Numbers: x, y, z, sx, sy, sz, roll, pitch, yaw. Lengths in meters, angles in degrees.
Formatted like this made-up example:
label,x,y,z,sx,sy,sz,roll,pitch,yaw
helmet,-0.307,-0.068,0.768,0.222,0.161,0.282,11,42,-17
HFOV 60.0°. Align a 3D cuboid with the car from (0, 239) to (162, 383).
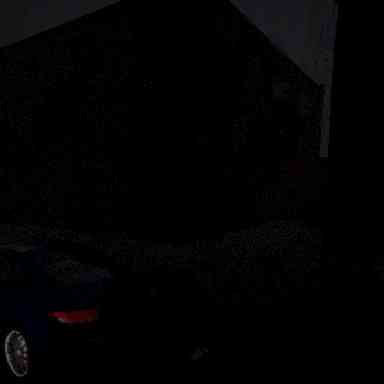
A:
label,x,y,z,sx,sy,sz,roll,pitch,yaw
car,-2.574,1.502,5.366,4.674,1.452,2.002,0,0,35
